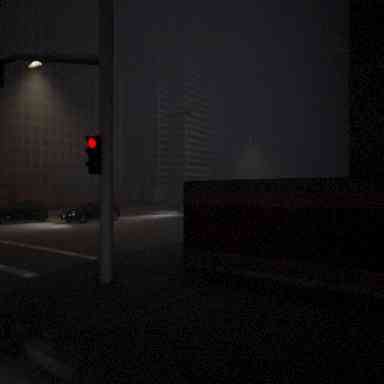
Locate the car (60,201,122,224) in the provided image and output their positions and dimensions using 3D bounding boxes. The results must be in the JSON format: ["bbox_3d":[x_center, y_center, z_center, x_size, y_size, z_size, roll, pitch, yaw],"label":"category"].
[{"bbox_3d":[-7.549,1.490,25.253,1.837,1.490,4.892,0,0,36],"label":"car"}]

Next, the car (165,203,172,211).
[{"bbox_3d":[-0.942,1.530,40.310,2.033,1.411,5.357,0,0,36],"label":"car"}]

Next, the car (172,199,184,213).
[{"bbox_3d":[0.457,1.475,36.278,2.128,1.511,4.902,0,0,36],"label":"car"}]

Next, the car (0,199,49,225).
[{"bbox_3d":[-12.812,1.336,23.932,2.097,1.767,4.553,0,0,36],"label":"car"}]
